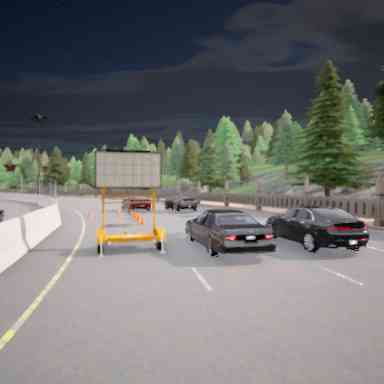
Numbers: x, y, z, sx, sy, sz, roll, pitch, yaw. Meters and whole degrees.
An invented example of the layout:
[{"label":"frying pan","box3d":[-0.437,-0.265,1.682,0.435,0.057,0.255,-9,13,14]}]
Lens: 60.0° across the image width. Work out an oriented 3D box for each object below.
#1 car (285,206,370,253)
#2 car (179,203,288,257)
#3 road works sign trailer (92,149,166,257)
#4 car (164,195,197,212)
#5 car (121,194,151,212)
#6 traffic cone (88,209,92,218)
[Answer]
[{"label":"car","box3d":[4.531,1.283,12.790,1.837,1.490,4.892,0,1,-13]},{"label":"car","box3d":[1.139,1.342,12.158,2.033,1.411,5.357,0,1,-13]},{"label":"road works sign trailer","box3d":[-2.328,0.263,12.217,2.380,3.560,2.880,0,1,-16]},{"label":"car","box3d":[-1.113,0.988,30.396,2.128,1.511,4.902,0,1,-22]},{"label":"car","box3d":[-5.381,0.963,31.484,1.882,1.535,5.008,0,1,-24]},{"label":"traffic cone","box3d":[-7.415,1.563,24.298,0.340,0.580,0.340,0,1,-16]}]
